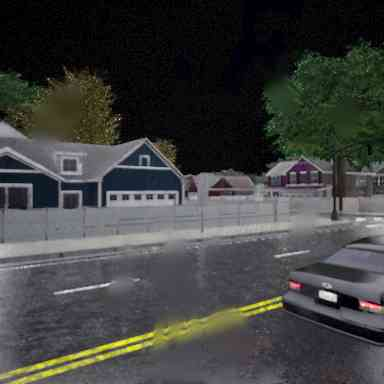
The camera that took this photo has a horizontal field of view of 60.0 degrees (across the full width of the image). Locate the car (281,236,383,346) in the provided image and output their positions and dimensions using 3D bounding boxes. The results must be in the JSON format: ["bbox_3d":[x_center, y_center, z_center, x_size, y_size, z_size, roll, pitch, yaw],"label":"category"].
[{"bbox_3d":[4.016,1.571,6.333,5.357,1.411,2.033,0,0,-36],"label":"car"}]
